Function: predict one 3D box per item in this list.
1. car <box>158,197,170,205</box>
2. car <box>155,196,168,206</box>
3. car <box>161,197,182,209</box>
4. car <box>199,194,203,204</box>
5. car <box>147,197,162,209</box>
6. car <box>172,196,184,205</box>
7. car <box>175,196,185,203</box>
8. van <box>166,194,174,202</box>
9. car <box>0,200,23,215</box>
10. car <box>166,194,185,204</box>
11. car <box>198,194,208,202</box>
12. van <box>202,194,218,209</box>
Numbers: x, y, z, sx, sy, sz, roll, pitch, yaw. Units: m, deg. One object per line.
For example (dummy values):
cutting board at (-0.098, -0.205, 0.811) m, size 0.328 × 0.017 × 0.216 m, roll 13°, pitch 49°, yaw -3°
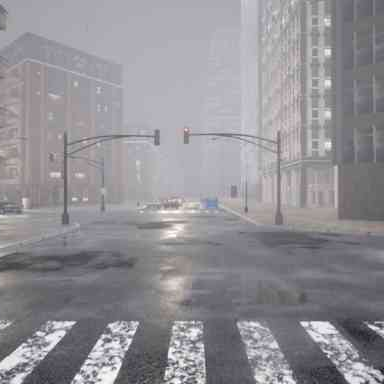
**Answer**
car at (-5.176, 1.651, 62.580) m, size 1.947 × 1.339 × 4.313 m, roll 0°, pitch 0°, yaw 0°
car at (-5.188, 1.510, 57.028) m, size 1.967 × 1.590 × 4.097 m, roll 0°, pitch 0°, yaw 0°
car at (-2.730, 1.645, 45.051) m, size 1.895 × 1.301 × 4.718 m, roll 0°, pitch 0°, yaw 0°
car at (2.716, 1.645, 68.114) m, size 1.887 × 1.381 × 4.507 m, roll 0°, pitch 0°, yaw 0°
car at (-5.212, 1.571, 45.752) m, size 1.752 × 1.417 × 4.829 m, roll 0°, pitch 0°, yaw 0°
car at (-2.657, 1.580, 64.017) m, size 2.128 × 1.511 × 4.902 m, roll 0°, pitch 0°, yaw 1°
car at (-2.589, 1.669, 73.899) m, size 1.994 × 1.385 × 4.181 m, roll 0°, pitch 0°, yaw 0°
van at (-5.139, 1.475, 79.236) m, size 1.690 × 1.788 × 3.998 m, roll 0°, pitch 0°, yaw 0°
car at (-19.866, 1.682, 35.585) m, size 4.892 × 1.490 × 1.837 m, roll 0°, pitch -1°, yaw 41°
car at (-2.705, 1.415, 54.177) m, size 2.097 × 1.767 × 4.553 m, roll 0°, pitch 0°, yaw 0°
car at (2.752, 1.468, 84.773) m, size 2.192 × 1.841 × 5.009 m, roll 0°, pitch 0°, yaw 0°
van at (2.669, 1.387, 45.905) m, size 1.690 × 1.788 × 3.998 m, roll 0°, pitch 0°, yaw 0°
